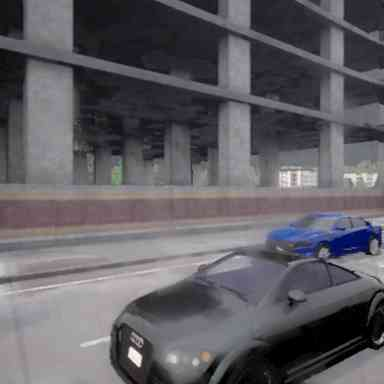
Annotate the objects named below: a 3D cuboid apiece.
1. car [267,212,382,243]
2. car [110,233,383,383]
[{"bbox_3d":[4.713,1.489,11.647,5.008,1.535,1.882,0,0,-36],"label":"car"},{"bbox_3d":[1.016,1.567,4.701,4.181,1.385,1.994,0,0,-35],"label":"car"}]
